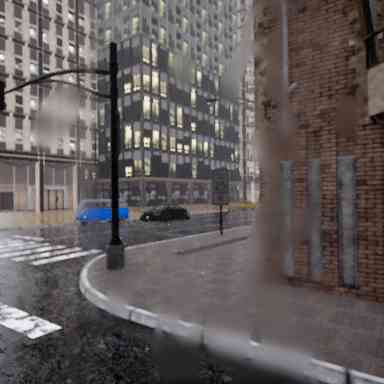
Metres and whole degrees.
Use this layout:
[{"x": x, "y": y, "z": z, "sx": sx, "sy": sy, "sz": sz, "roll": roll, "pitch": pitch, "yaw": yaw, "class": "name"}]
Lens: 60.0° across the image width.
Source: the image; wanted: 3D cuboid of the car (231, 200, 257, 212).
[{"x": 6.491, "y": 1.654, "z": 41.626, "sx": 1.752, "sy": 1.417, "sz": 4.829, "roll": -1, "pitch": -1, "yaw": 36, "class": "car"}]

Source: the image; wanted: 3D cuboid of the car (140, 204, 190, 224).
[{"x": -2.011, "y": 1.609, "z": 25.300, "sx": 1.994, "sy": 1.385, "sz": 4.181, "roll": -1, "pitch": -1, "yaw": 36, "class": "car"}]

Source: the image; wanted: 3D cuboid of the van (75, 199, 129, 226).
[{"x": -6.339, "y": 1.425, "z": 23.713, "sx": 1.690, "sy": 1.788, "sz": 3.998, "roll": -1, "pitch": -1, "yaw": 36, "class": "van"}]
